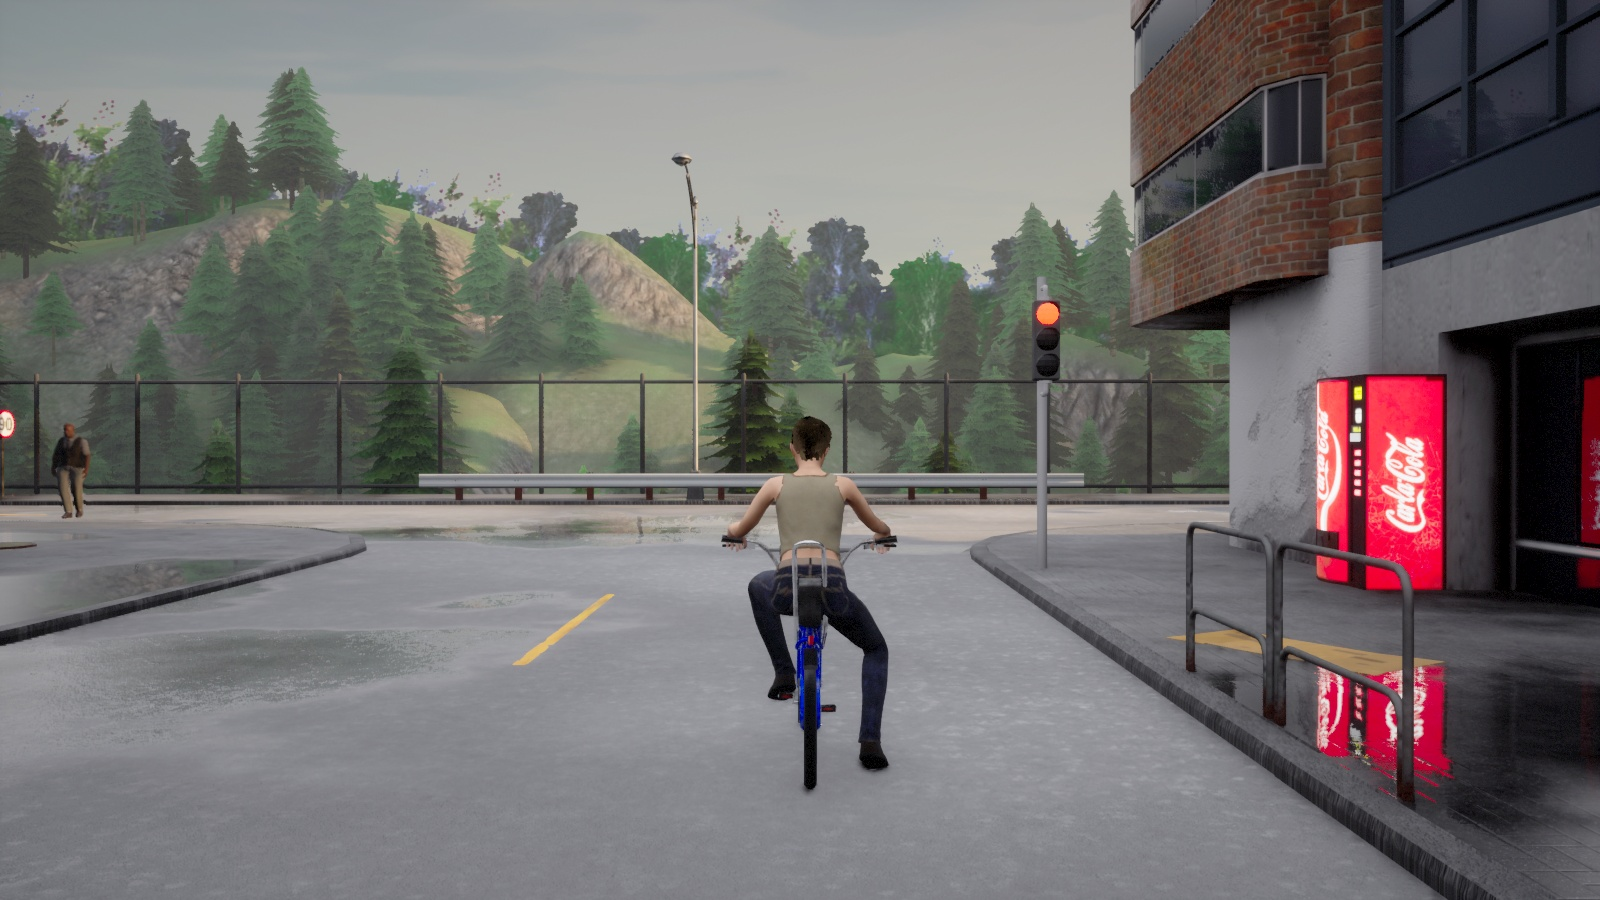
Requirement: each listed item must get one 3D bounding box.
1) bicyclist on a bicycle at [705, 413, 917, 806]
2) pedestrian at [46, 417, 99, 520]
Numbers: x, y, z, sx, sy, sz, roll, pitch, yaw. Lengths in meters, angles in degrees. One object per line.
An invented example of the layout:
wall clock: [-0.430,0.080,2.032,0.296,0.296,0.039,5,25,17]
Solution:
bicyclist on a bicycle: [0.045,0.650,5.896,0.866,1.612,1.509,0,0,0]
pedestrian: [-13.556,0.329,23.409,0.563,1.883,0.849,0,0,-7]
